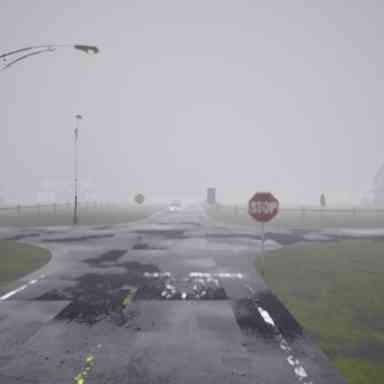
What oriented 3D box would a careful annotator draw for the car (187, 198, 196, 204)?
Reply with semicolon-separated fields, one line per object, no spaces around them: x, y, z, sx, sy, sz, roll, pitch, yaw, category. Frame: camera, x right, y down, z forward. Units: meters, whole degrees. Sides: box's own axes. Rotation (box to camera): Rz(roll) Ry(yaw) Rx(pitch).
-0.013;2.087;76.181;1.994;1.385;4.181;0;-1;0;car

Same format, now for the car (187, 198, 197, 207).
0.010;2.108;62.712;1.812;1.442;4.674;0;0;0;car

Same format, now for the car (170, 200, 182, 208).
-2.808;2.106;59.976;2.033;1.411;5.357;0;0;1;car
